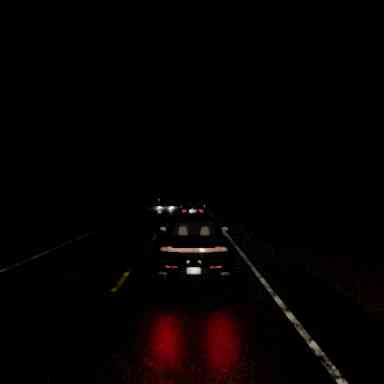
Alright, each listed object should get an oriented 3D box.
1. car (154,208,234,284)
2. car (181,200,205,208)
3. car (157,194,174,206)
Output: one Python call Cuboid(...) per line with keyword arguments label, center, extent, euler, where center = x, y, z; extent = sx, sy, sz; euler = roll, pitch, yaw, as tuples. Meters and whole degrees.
Cuboid(label="car", center=(0.055, 1.429, 9.414), extent=(2.128, 1.511, 4.902), euler=(0, 0, 0))
Cuboid(label="car", center=(0.068, 1.365, 26.178), extent=(2.033, 1.411, 5.357), euler=(0, 0, 0))
Cuboid(label="car", center=(-3.582, 1.009, 46.036), extent=(2.097, 1.767, 4.553), euler=(0, 1, 0))
